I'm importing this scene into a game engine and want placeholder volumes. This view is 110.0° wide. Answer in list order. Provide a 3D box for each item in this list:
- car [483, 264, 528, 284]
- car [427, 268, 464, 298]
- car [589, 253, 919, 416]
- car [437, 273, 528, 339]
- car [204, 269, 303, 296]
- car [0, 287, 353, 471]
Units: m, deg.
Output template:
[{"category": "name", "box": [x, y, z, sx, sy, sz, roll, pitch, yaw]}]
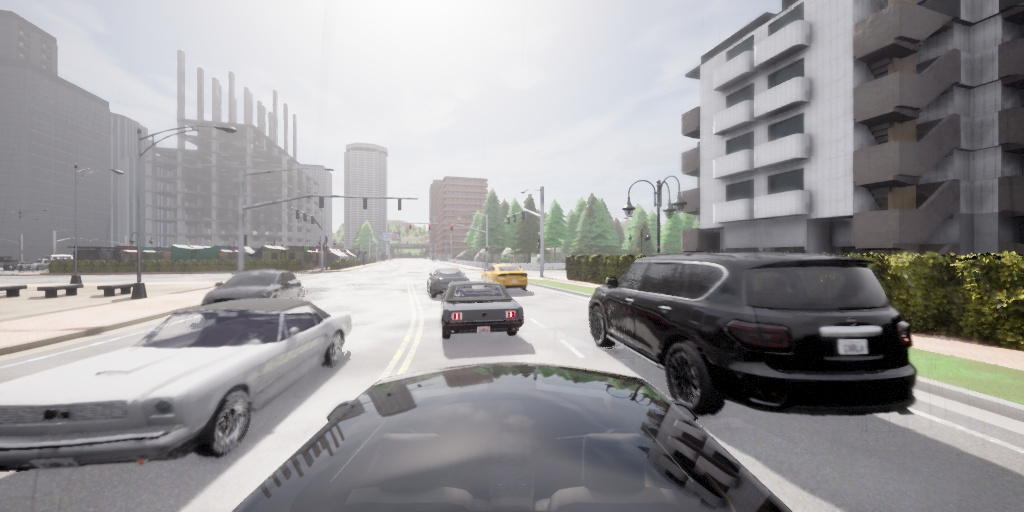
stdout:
[{"category": "car", "box": [-0.555, 1.227, 21.539, 1.882, 1.535, 5.008, 0, 0, -16]}, {"category": "car", "box": [-3.323, 1.314, 18.624, 1.994, 1.385, 4.181, 0, 0, -16]}, {"category": "car", "box": [3.087, 0.973, 6.186, 2.150, 2.045, 5.566, 0, 0, -5]}, {"category": "car", "box": [-1.078, 1.351, 10.157, 1.895, 1.301, 4.718, 0, 0, -12]}, {"category": "car", "box": [-9.041, 1.256, 12.929, 1.837, 1.490, 4.892, 0, -1, -16]}, {"category": "car", "box": [-3.914, 1.351, 5.053, 1.895, 1.301, 4.718, 0, 0, -7]}]
